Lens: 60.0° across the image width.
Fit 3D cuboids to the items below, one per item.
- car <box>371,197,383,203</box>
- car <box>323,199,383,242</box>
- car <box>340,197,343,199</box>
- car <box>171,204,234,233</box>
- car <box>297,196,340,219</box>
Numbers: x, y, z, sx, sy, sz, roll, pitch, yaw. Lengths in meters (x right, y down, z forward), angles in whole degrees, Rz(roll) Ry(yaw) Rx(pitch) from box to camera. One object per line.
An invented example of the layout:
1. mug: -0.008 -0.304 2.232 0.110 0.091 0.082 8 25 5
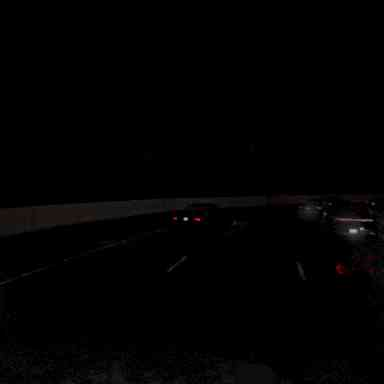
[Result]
1. car: 20.735 1.198 36.171 4.181 1.385 1.994 0 1 -35
2. car: 7.495 1.329 15.657 2.128 1.511 4.902 0 1 24
3. car: 15.823 1.159 37.341 5.357 1.411 2.033 0 1 -38
4. car: 0.742 1.341 18.406 2.033 1.411 5.357 0 1 24
5. car: 9.850 1.287 26.113 1.994 1.385 4.181 1 0 38
